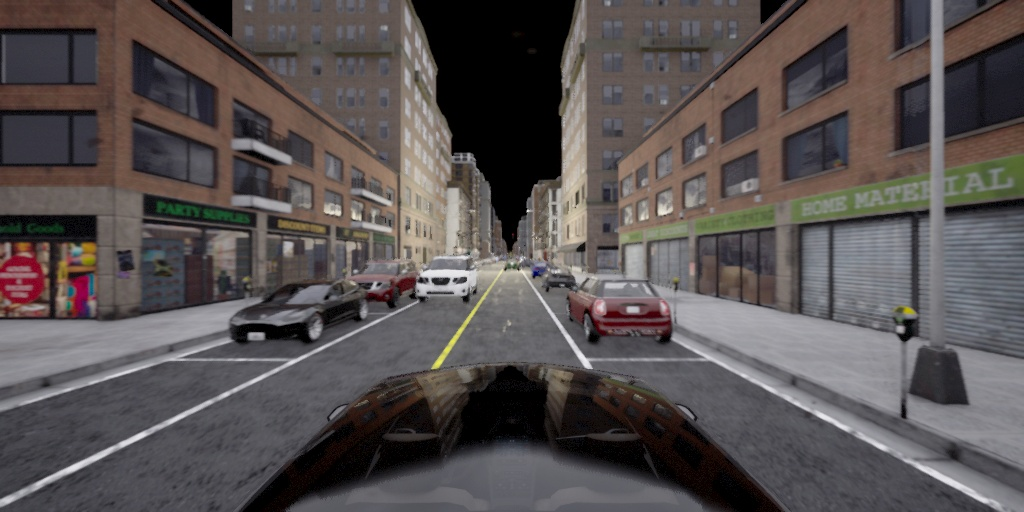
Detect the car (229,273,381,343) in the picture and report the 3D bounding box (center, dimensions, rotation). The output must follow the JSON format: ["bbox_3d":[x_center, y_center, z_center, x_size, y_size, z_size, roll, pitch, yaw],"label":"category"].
[{"bbox_3d":[-5.389,1.321,9.739,1.948,1.339,4.313,0,0,0],"label":"car"}]

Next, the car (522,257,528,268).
[{"bbox_3d":[2.732,1.344,60.271,5.357,1.411,2.033,1,0,-30],"label":"car"}]

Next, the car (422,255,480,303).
[{"bbox_3d":[-2.851,0.983,16.976,2.150,2.045,5.566,0,0,0],"label":"car"}]

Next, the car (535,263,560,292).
[{"bbox_3d":[2.634,1.313,21.107,2.007,1.370,4.403,0,0,0],"label":"car"}]

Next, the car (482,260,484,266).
[{"bbox_3d":[-5.396,1.329,49.511,2.007,1.370,4.403,0,0,0],"label":"car"}]

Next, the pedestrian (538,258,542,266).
[{"bbox_3d":[2.744,1.066,35.828,0.375,1.860,0.375,0,0,-10],"label":"pedestrian"}]

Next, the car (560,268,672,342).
[{"bbox_3d":[2.636,1.195,9.745,1.967,1.591,4.097,0,0,0],"label":"car"}]

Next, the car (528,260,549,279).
[{"bbox_3d":[2.745,1.248,32.823,1.882,1.535,5.008,0,0,0],"label":"car"}]

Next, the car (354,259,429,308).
[{"bbox_3d":[-5.390,1.074,15.420,2.192,1.841,5.009,0,0,0],"label":"car"}]

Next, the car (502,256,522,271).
[{"bbox_3d":[0.026,1.131,49.638,2.097,1.767,4.553,0,0,0],"label":"car"}]
